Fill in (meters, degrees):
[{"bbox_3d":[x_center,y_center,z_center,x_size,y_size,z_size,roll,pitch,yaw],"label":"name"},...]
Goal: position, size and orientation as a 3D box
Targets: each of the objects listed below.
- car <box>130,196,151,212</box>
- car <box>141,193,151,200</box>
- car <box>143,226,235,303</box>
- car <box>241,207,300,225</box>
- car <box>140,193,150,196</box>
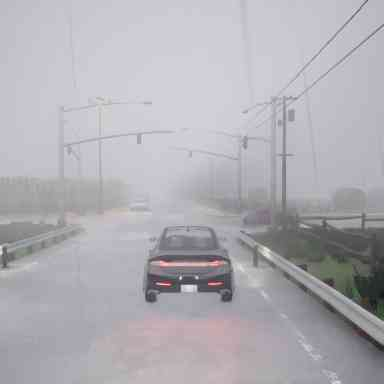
[{"bbox_3d":[-5.968,1.516,38.511,1.812,1.442,4.674,0,1,-3],"label":"car"},{"bbox_3d":[-9.694,0.969,70.135,1.994,1.385,4.181,0,1,-7],"label":"car"},{"bbox_3d":[-0.095,1.614,8.487,2.128,1.511,4.902,0,-2,-1],"label":"car"},{"bbox_3d":[5.646,1.780,23.900,4.181,1.385,1.994,0,1,0],"label":"car"},{"bbox_3d":[-7.832,1.204,54.890,1.837,1.490,4.892,0,1,-7],"label":"car"}]
